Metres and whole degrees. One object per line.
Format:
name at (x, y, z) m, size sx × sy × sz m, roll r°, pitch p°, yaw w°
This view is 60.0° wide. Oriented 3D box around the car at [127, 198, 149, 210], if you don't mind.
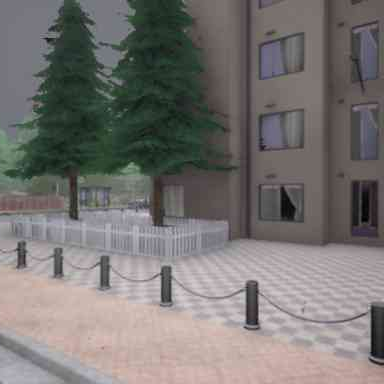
car at (-6.050, 1.465, 42.057) m, size 1.812 × 1.442 × 4.674 m, roll 0°, pitch 0°, yaw 37°
